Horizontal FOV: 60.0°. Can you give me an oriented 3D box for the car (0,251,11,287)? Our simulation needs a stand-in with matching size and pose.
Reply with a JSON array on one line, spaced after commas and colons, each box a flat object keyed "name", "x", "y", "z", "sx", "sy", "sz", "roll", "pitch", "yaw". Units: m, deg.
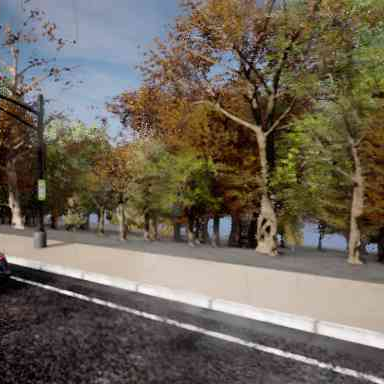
[{"name": "car", "x": -6.361, "y": 1.646, "z": 8.233, "sx": 4.181, "sy": 1.385, "sz": 1.994, "roll": -1, "pitch": 0, "yaw": 35}]
